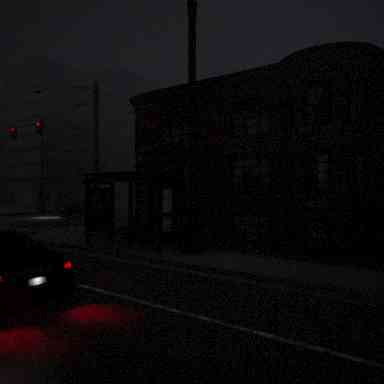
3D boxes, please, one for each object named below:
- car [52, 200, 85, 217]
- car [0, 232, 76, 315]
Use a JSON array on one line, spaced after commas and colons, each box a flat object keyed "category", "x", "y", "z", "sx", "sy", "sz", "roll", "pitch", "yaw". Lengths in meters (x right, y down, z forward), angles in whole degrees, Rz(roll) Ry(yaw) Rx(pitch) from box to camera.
[{"category": "car", "x": -10.952, "y": 1.522, "z": 31.744, "sx": 1.812, "sy": 1.442, "sz": 4.674, "roll": 0, "pitch": 0, "yaw": 35}, {"category": "car", "x": -4.388, "y": 1.563, "z": 7.129, "sx": 4.181, "sy": 1.385, "sz": 1.994, "roll": 0, "pitch": 0, "yaw": 36}]
